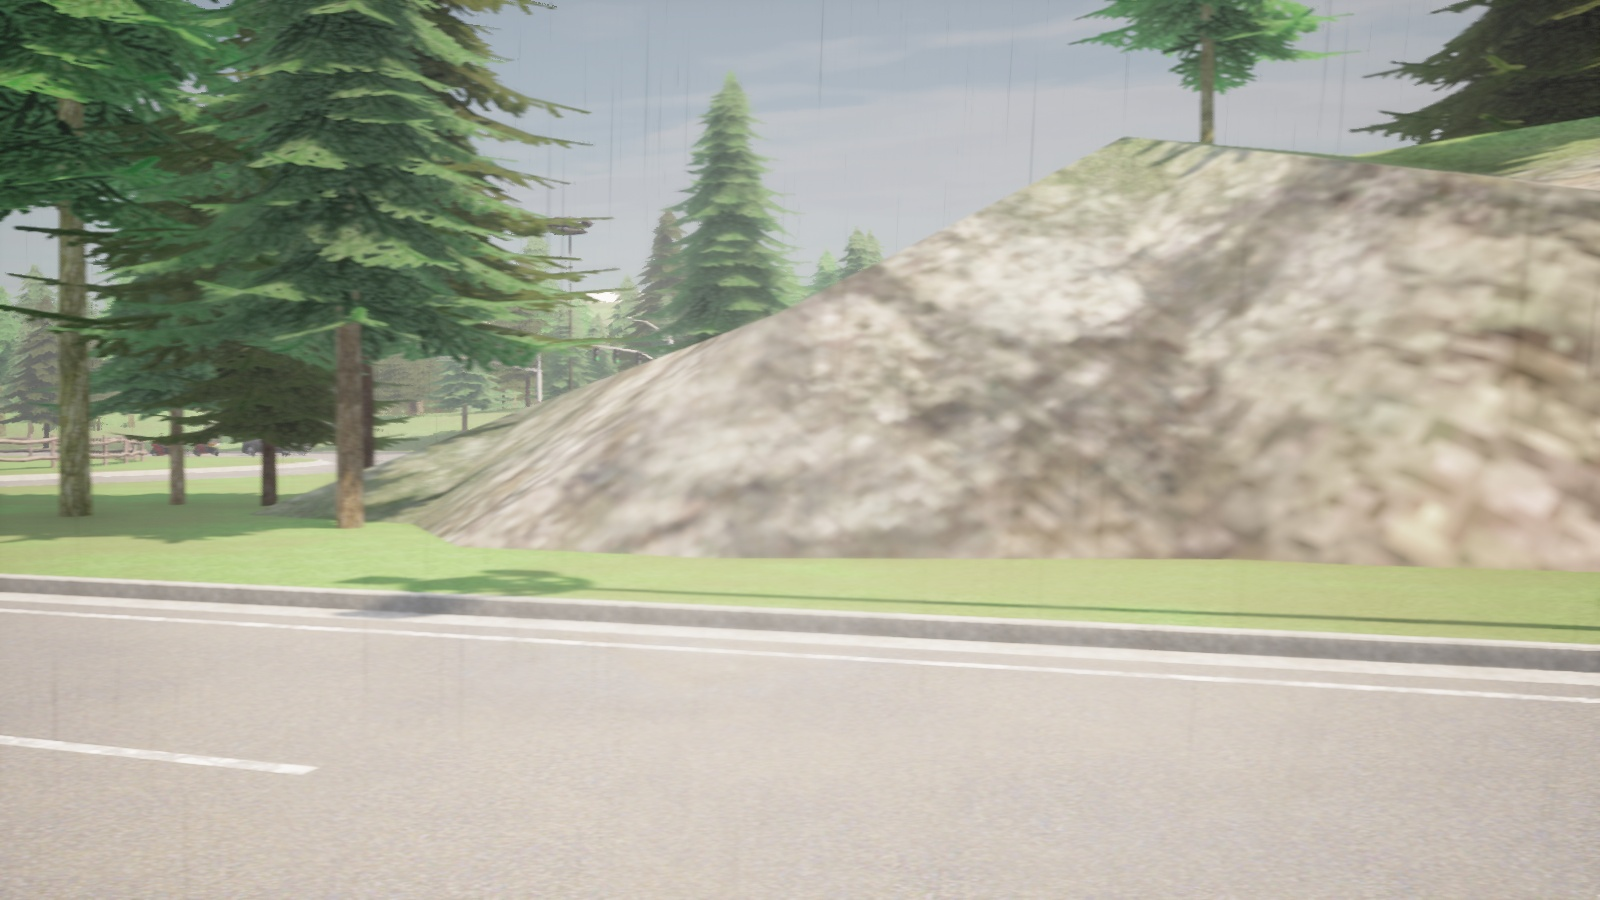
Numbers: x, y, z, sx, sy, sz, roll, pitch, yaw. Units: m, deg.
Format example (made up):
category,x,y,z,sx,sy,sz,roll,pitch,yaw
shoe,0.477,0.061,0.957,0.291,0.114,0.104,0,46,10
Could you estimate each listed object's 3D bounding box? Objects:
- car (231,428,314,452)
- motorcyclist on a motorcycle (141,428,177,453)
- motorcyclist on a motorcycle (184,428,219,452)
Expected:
category,x,y,z,sx,sy,sz,roll,pitch,yaw
car,-34.793,-0.679,82.863,4.902,1.511,2.128,1,1,19
motorcyclist on a motorcycle,-39.298,-0.576,77.002,2.044,1.523,0.797,1,1,19
motorcyclist on a motorcycle,-38.274,-0.626,80.350,2.044,1.523,0.797,1,1,19
